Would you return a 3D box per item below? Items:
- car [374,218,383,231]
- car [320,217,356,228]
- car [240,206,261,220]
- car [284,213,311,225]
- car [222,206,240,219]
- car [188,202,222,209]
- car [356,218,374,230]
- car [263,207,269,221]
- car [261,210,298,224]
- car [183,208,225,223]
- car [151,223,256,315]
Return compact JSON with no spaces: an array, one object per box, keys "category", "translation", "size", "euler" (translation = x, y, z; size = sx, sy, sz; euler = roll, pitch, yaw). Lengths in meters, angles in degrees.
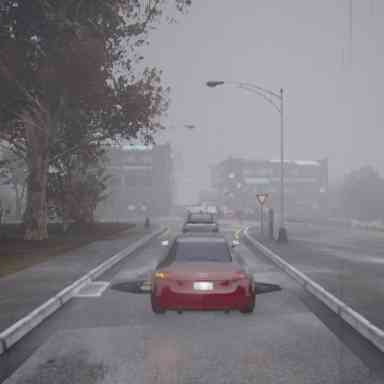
[{"category":"car","translation":[27.736,5.138,52.083],"size":[1.946,1.575,5.366],"euler":[7,-4,-30]},{"category":"car","translation":[21.900,4.604,50.834],"size":[2.002,1.452,4.674],"euler":[7,-4,-30]},{"category":"car","translation":[7.136,2.996,47.994],"size":[2.185,1.767,4.553],"euler":[6,-4,-31]},{"category":"car","translation":[13.300,3.497,43.878],"size":[4.902,1.511,2.128],"euler":[6,-3,-11]},{"category":"car","translation":[4.170,2.746,47.455],"size":[2.185,1.767,4.553],"euler":[4,-3,-32]},{"category":"car","translation":[1.299,2.455,46.826],"size":[2.435,2.045,5.566],"euler":[1,-2,-31]},{"category":"car","translation":[24.864,4.892,51.389],"size":[2.002,1.452,4.674],"euler":[7,-4,-30]},{"category":"car","translation":[10.125,3.162,48.594],"size":[2.435,2.045,5.566],"euler":[7,-4,-31]},{"category":"car","translation":[12.949,3.699,49.333],"size":[1.946,1.575,5.366],"euler":[7,-4,-31]},{"category":"car","translation":[0.534,1.861,18.349],"size":[2.128,1.511,4.902],"euler":[0,-2,3]},{"category":"car","translation":[0.207,1.641,7.788],"size":[1.994,1.385,4.181],"euler":[0,-1,0]}]
